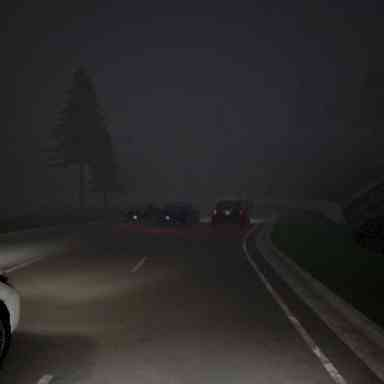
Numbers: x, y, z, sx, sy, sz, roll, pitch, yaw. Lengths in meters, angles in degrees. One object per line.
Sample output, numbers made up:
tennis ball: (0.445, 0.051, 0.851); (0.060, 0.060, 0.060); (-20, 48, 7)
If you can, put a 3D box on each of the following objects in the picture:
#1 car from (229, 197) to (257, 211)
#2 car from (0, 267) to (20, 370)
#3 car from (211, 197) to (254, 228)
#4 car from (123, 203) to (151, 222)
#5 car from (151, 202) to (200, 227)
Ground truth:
car: (6.172, 1.384, 40.806); (2.128, 1.511, 4.902); (0, 0, -6)
car: (-3.388, 1.216, 2.084); (2.150, 2.045, 5.566); (0, 0, 0)
car: (2.690, 1.293, 22.112); (2.097, 1.767, 4.553); (0, 0, 15)
car: (-3.493, 1.531, 26.162); (1.895, 1.301, 4.718); (0, 0, 16)
car: (-0.827, 1.417, 22.640); (1.882, 1.535, 5.008); (0, 0, 15)
